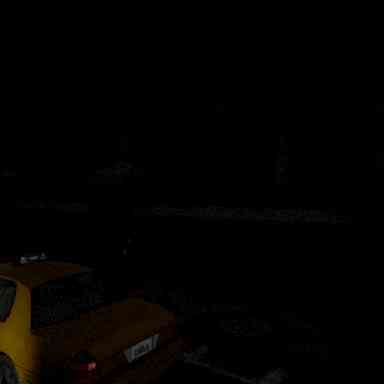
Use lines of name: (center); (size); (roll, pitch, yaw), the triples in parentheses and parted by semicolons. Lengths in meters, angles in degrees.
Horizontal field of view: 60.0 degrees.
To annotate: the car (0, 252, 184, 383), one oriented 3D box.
car: (-2.375, 1.525, 4.660); (4.829, 1.417, 1.752); (0, 0, 36)
